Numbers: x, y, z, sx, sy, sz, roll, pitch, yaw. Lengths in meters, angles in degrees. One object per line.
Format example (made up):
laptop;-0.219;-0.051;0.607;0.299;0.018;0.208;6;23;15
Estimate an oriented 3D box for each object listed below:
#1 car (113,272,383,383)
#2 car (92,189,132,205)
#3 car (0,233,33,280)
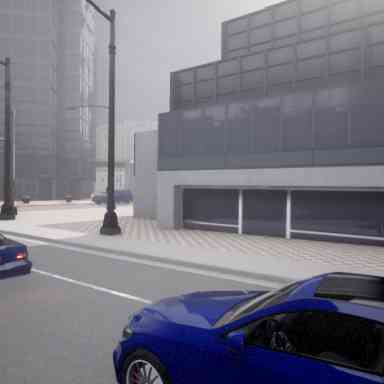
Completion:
car;1.322;1.517;3.045;4.674;1.442;1.812;0;0;36
car;-10.437;0.650;43.992;2.150;2.045;5.566;1;1;37
car;-6.221;1.441;8.507;5.357;1.411;2.033;1;1;36
